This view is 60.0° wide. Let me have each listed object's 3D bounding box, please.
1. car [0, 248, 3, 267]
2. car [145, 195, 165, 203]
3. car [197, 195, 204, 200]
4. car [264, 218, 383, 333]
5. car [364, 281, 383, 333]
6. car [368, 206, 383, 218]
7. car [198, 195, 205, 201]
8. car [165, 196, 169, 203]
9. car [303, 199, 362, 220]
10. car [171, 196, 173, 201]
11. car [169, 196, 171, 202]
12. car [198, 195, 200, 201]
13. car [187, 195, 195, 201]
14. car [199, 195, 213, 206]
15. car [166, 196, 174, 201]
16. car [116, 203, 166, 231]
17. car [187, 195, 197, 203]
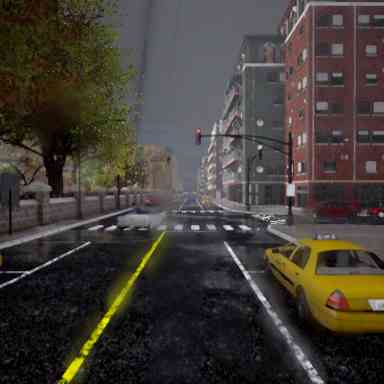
[{"bbox_3d":[-5.707,1.524,6.539,1.752,1.417,4.829,0,0,0],"label":"car"},{"bbox_3d":[-5.810,1.320,50.276,2.192,1.841,5.009,0,0,0],"label":"car"},{"bbox_3d":[2.468,1.585,94.577,1.887,1.381,4.507,0,0,0],"label":"car"},{"bbox_3d":[2.673,1.524,6.900,1.752,1.417,4.829,0,0,0],"label":"car"},{"bbox_3d":[2.687,1.565,1.099,1.947,1.339,4.313,0,0,0],"label":"car"},{"bbox_3d":[20.228,1.920,33.778,4.507,1.381,1.887,1,-1,0],"label":"car"},{"bbox_3d":[2.481,1.579,89.042,1.887,1.381,4.507,0,0,0],"label":"car"},{"bbox_3d":[-5.836,1.452,61.346,1.967,1.590,4.097,0,0,0],"label":"car"},{"bbox_3d":[12.840,1.604,31.134,4.553,1.767,2.097,1,0,0],"label":"car"},{"bbox_3d":[-5.874,1.606,77.951,1.802,1.307,4.206,0,0,0],"label":"car"},{"bbox_3d":[-5.848,1.560,66.881,1.887,1.381,4.507,0,0,0],"label":"car"},{"bbox_3d":[2.545,1.556,61.366,1.887,1.381,4.507,0,0,0],"label":"car"},{"bbox_3d":[-0.198,1.584,86.011,1.994,1.385,4.181,0,0,0],"label":"car"},{"bbox_3d":[2.557,1.533,56.001,1.752,1.417,4.829,0,0,0],"label":"car"},{"bbox_3d":[-5.899,1.616,89.022,1.802,1.307,4.206,0,0,0],"label":"car"},{"bbox_3d":[-3.021,1.599,20.585,1.895,1.301,4.718,0,0,8],"label":"car"},{"bbox_3d":[-0.071,1.565,69.508,2.033,1.411,5.357,0,0,2],"label":"car"}]
